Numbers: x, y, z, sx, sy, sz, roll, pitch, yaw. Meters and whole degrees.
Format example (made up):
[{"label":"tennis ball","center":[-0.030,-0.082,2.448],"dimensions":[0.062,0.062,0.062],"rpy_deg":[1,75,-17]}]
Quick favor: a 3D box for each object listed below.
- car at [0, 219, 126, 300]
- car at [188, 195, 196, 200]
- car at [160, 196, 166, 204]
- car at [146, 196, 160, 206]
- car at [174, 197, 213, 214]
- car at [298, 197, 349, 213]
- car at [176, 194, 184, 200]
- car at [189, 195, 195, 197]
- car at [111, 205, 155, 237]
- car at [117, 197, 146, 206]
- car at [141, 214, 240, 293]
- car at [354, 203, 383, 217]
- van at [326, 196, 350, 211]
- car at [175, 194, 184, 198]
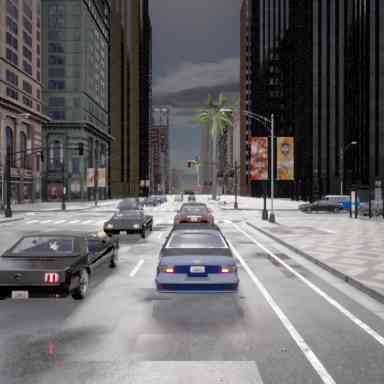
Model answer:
[{"label":"car","center":[-3.151,1.601,8.335],"dimensions":[1.895,1.301,4.718],"rpy_deg":[0,0,0]},{"label":"car","center":[-0.024,1.546,91.476],"dimensions":[2.033,1.411,5.357],"rpy_deg":[0,0,0]},{"label":"car","center":[-6.565,1.481,63.572],"dimensions":[1.882,1.535,5.008],"rpy_deg":[0,0,0]},{"label":"car","center":[-6.603,1.509,52.863],"dimensions":[1.837,1.490,4.892],"rpy_deg":[0,0,0]},{"label":"car","center":[0.115,1.352,18.406],"dimensions":[2.097,1.767,4.553],"rpy_deg":[0,0,0]},{"label":"car","center":[13.729,1.509,35.471],"dimensions":[4.674,1.442,1.812],"rpy_deg":[0,0,2]},{"label":"car","center":[-3.274,1.316,90.405],"dimensions":[1.882,1.535,5.008],"rpy_deg":[0,0,0]},{"label":"car","center":[-0.021,1.530,81.255],"dimensions":[1.812,1.442,4.674],"rpy_deg":[0,0,0]},{"label":"car","center":[-3.159,1.601,17.503],"dimensions":[1.895,1.301,4.718],"rpy_deg":[0,0,0]},{"label":"car","center":[-6.608,1.352,35.641],"dimensions":[2.097,1.767,4.553],"rpy_deg":[0,0,0]},{"label":"car","center":[0.100,1.547,8.963],"dimensions":[2.033,1.411,5.357],"rpy_deg":[0,0,0]},{"label":"car","center":[17.064,1.549,29.613],"dimensions":[4.403,1.369,2.008],"rpy_deg":[0,0,0]},{"label":"van","center":[17.057,1.315,38.137],"dimensions":[3.998,1.788,1.690],"rpy_deg":[0,0,0]},{"label":"car","center":[-3.271,1.522,80.402],"dimensions":[1.812,1.442,4.674],"rpy_deg":[0,0,0]}]
